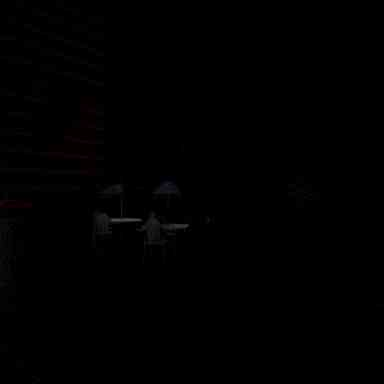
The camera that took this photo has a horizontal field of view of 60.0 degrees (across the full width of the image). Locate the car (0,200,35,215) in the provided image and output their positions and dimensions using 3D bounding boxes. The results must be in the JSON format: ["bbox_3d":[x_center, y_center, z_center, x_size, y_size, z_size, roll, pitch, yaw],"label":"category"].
[{"bbox_3d":[-18.129,1.533,32.575,1.882,1.535,5.008,0,0,40],"label":"car"}]
